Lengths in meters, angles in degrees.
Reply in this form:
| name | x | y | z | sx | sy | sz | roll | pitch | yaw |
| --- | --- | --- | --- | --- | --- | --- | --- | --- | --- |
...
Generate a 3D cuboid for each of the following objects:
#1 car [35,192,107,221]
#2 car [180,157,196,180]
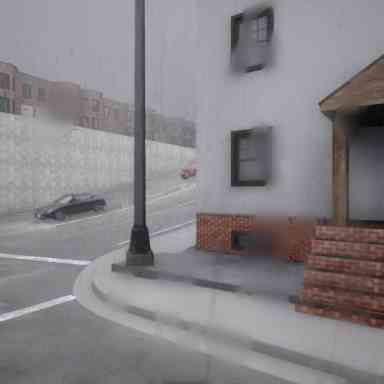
| name | x | y | z | sx | sy | sz | roll | pitch | yaw |
| --- | --- | --- | --- | --- | --- | --- | --- | --- | --- |
| car | -7.607 | 0.824 | 21.215 | 1.812 | 1.442 | 4.674 | 0 | 7 | 35 |
| car | 1.021 | -2.617 | 33.529 | 2.150 | 2.045 | 5.566 | 0 | 14 | 35 |
